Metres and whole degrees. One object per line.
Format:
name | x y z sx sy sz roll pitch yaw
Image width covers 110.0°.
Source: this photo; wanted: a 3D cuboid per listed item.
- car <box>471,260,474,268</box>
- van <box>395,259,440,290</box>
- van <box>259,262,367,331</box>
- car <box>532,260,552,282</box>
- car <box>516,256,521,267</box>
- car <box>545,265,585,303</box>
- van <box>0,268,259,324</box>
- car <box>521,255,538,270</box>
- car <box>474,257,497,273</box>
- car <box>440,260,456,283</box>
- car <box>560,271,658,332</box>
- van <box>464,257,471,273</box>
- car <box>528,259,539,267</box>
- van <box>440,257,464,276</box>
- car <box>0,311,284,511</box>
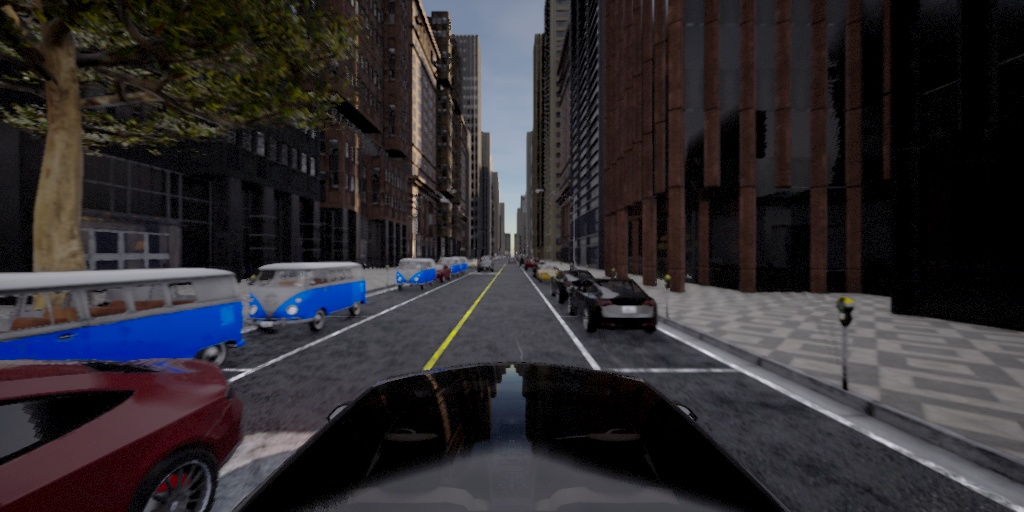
car | -5.758 1.164 55.308 1.751 1.417 4.829 0 0 0
van | -5.761 1.045 21.769 1.690 1.789 3.998 0 0 0
van | -5.762 1.070 10.532 1.690 1.789 3.998 0 0 0
car | 2.764 1.217 27.564 1.751 1.417 4.829 0 0 0
car | 2.399 0.851 65.120 2.150 2.045 5.566 0 0 0
car | 2.763 1.282 16.156 1.948 1.339 4.313 0 0 0
van | -5.763 1.083 4.914 1.690 1.789 3.998 0 0 0
car | 2.767 0.962 49.869 2.192 1.841 5.009 0 0 0
car | -3.081 1.164 42.814 1.837 1.490 4.892 0 1 0
car | -5.761 1.237 27.387 1.888 1.381 4.507 0 0 0
car | 2.763 1.295 10.538 1.948 1.339 4.313 0 0 0
van | -5.759 1.010 38.624 1.690 1.789 3.998 0 0 0
car | 2.765 1.246 33.013 1.948 1.339 4.313 0 0 0
van | -5.760 1.021 33.005 1.690 1.789 3.998 0 0 0
car | -3.102 1.277 1.082 1.812 1.442 4.674 0 0 0
